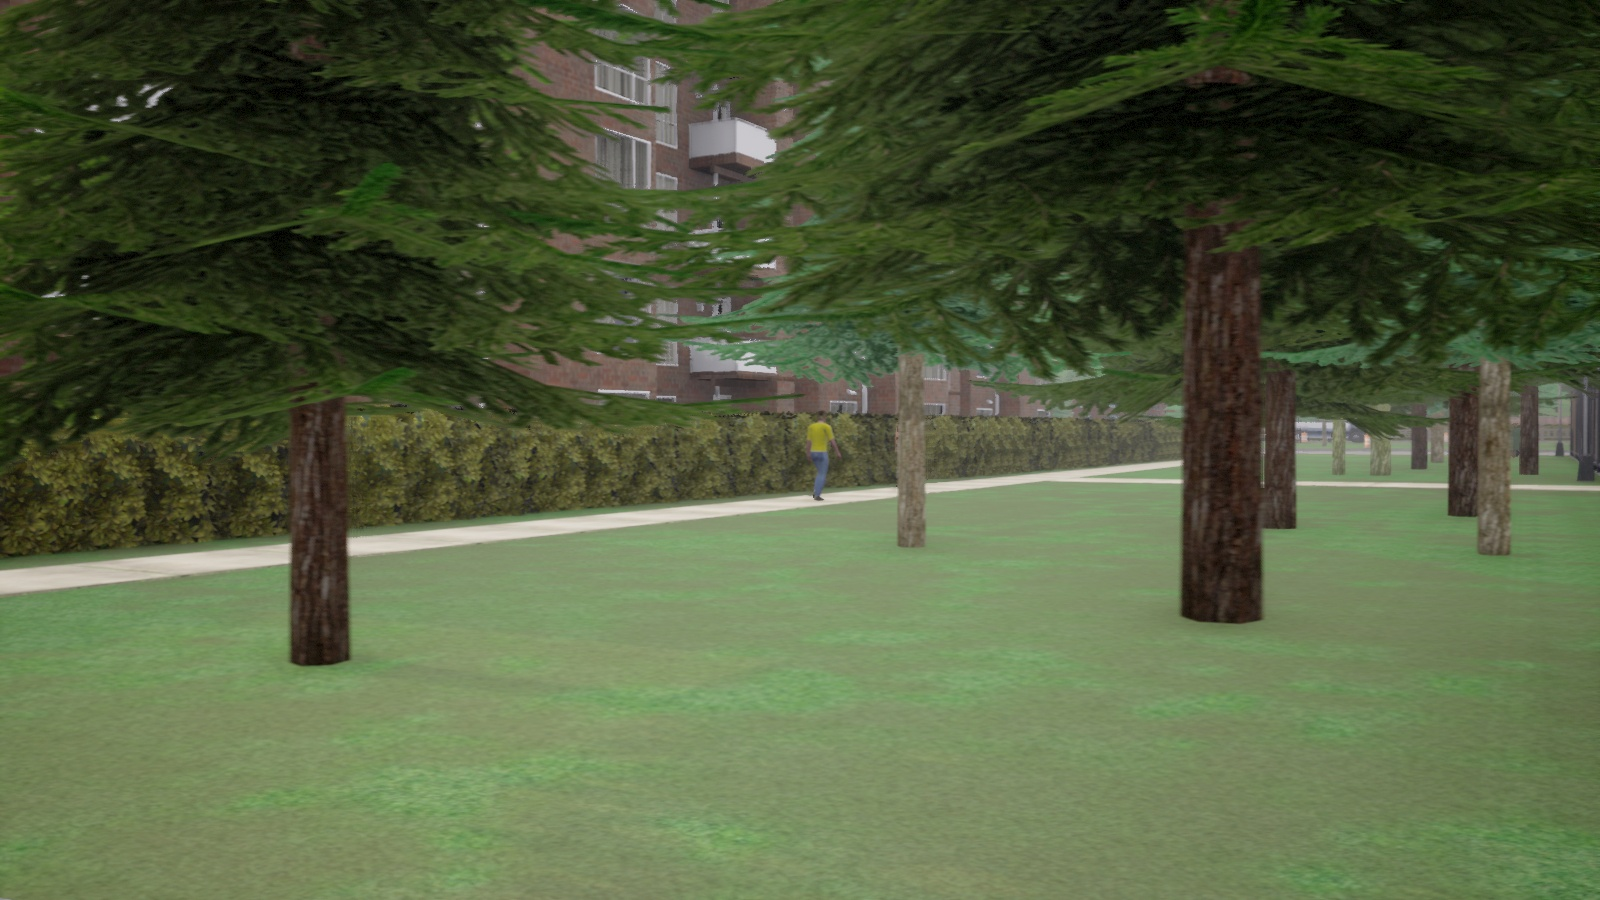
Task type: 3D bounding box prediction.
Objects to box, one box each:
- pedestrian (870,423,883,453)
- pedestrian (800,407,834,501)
[{"bbox_3d":[4.809,-0.749,79.026,0.703,1.840,0.431,1,1,31],"label":"pedestrian"},{"bbox_3d":[0.347,0.071,24.921,0.354,1.836,0.706,1,1,32],"label":"pedestrian"}]
